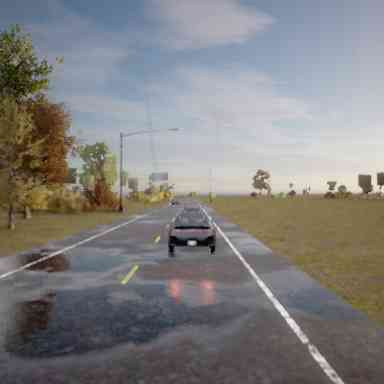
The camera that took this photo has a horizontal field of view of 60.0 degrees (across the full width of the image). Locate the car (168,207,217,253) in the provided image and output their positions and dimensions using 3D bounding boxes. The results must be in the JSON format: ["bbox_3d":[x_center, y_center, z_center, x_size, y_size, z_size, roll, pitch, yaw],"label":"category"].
[{"bbox_3d":[0.012,1.626,14.286,2.128,1.511,4.902,0,0,0],"label":"car"}]

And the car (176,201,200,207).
[{"bbox_3d":[0.020,1.765,29.292,2.128,1.511,4.902,0,0,0],"label":"car"}]

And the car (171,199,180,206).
[{"bbox_3d":[-3.461,2.205,71.784,2.033,1.411,5.357,0,-1,0],"label":"car"}]
